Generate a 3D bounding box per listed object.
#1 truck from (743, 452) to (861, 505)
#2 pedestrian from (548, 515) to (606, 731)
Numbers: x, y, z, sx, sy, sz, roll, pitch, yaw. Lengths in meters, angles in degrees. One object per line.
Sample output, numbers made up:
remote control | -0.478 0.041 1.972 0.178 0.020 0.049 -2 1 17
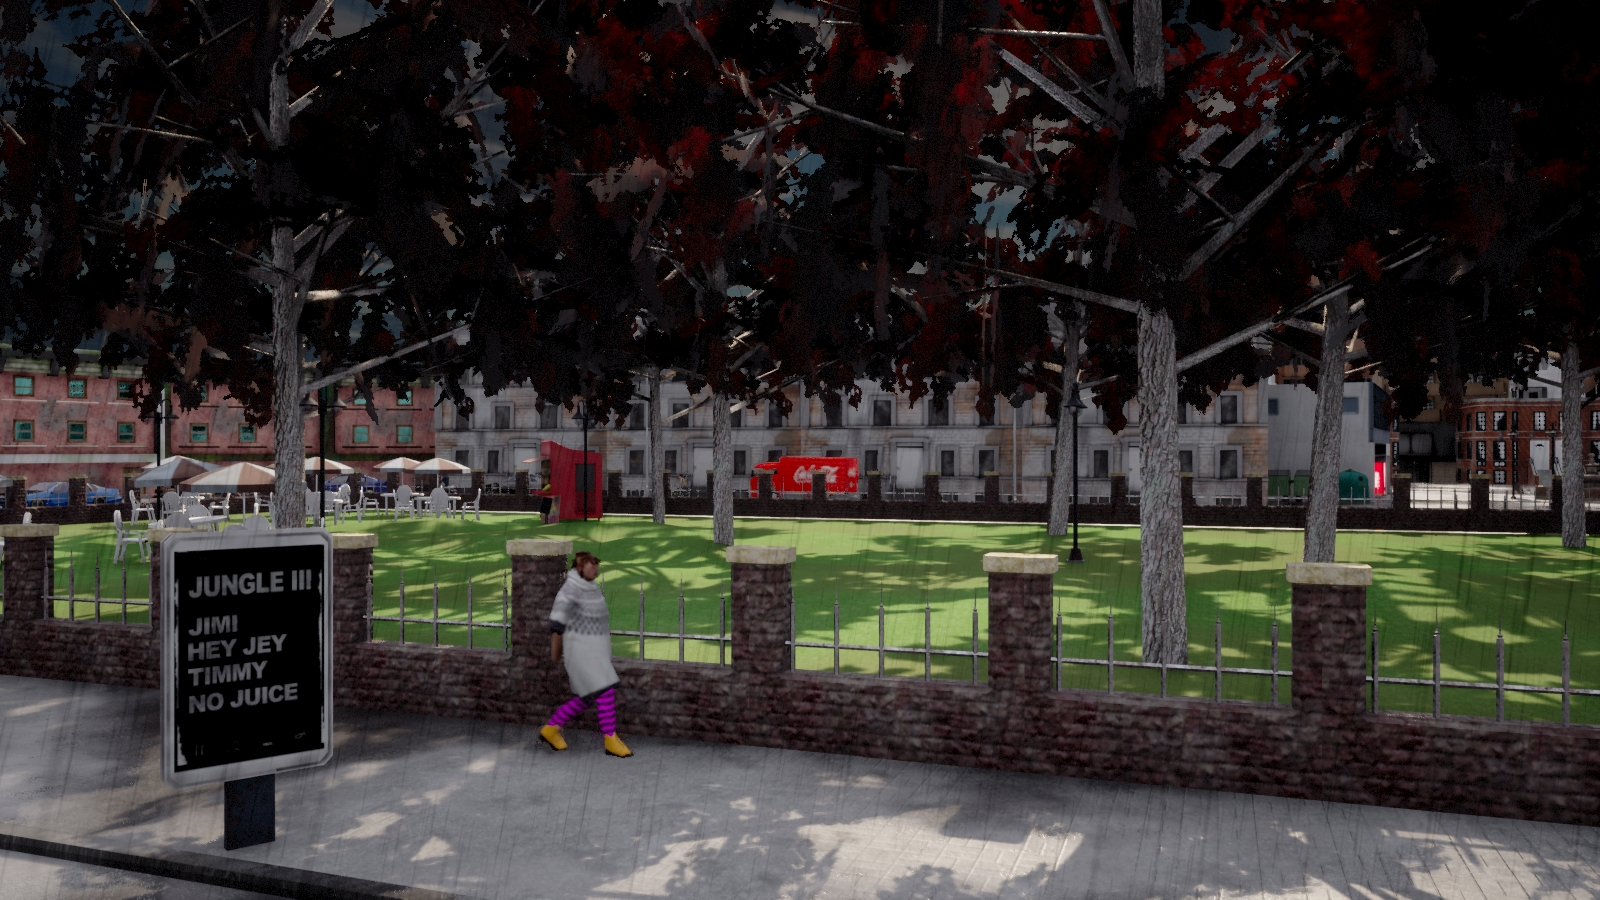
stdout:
truck | 0.117 1.356 56.204 5.204 2.467 2.627 0 0 20
pedestrian | -1.990 1.525 10.216 0.375 1.860 0.375 0 0 18
